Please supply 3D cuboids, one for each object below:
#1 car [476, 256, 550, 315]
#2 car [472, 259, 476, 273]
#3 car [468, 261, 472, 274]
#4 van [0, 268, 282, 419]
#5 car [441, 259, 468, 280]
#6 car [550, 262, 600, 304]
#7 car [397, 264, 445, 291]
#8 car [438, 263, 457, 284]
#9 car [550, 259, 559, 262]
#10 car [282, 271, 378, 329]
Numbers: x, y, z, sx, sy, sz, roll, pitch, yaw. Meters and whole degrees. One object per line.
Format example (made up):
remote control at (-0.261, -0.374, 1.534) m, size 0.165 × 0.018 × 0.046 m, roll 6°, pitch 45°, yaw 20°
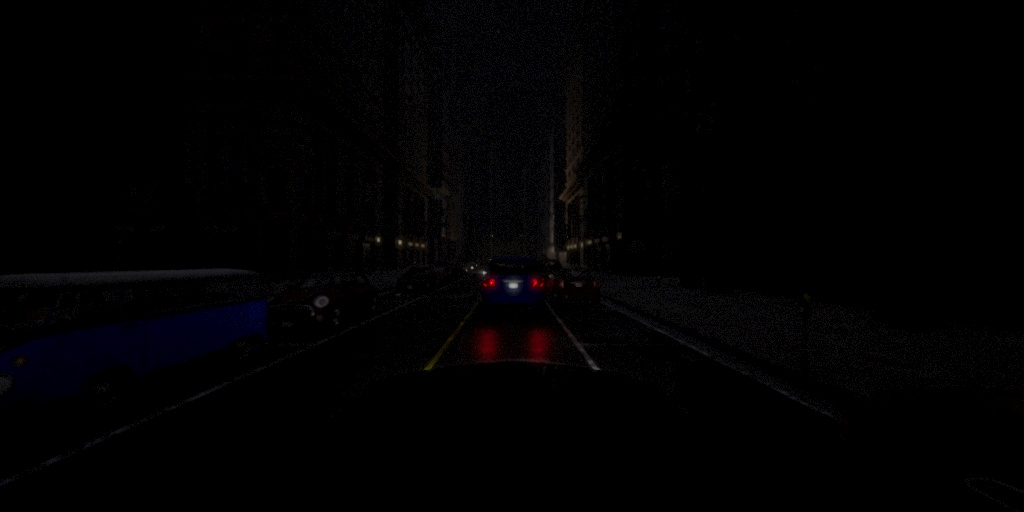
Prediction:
car at (0.065, 1.021, 13.948) m, size 2.150 × 2.045 × 5.566 m, roll 0°, pitch 0°, yaw 0°
car at (-5.762, 1.469, 44.796) m, size 2.007 × 1.370 × 4.403 m, roll 0°, pitch 0°, yaw 0°
car at (-5.762, 1.422, 39.024) m, size 1.751 × 1.417 × 4.829 m, roll 0°, pitch 0°, yaw 0°
van at (-5.762, 1.106, 5.584) m, size 1.690 × 1.789 × 3.998 m, roll 0°, pitch 0°, yaw 0°
car at (-5.762, 1.189, 33.592) m, size 2.192 × 1.841 × 5.009 m, roll 0°, pitch 0°, yaw 0°
car at (2.763, 1.248, 16.790) m, size 1.967 × 1.591 × 4.097 m, roll 0°, pitch 0°, yaw 0°
car at (-5.762, 1.396, 22.389) m, size 1.948 × 1.339 × 4.313 m, roll 0°, pitch 0°, yaw 0°
car at (-5.762, 1.434, 27.990) m, size 1.802 × 1.307 × 4.207 m, roll 0°, pitch 0°, yaw 0°
car at (2.763, 1.167, 27.994) m, size 2.192 × 1.841 × 5.009 m, roll 0°, pitch 0°, yaw 0°
car at (-5.762, 1.227, 11.186) m, size 1.967 × 1.591 × 4.097 m, roll 0°, pitch 0°, yaw 0°
